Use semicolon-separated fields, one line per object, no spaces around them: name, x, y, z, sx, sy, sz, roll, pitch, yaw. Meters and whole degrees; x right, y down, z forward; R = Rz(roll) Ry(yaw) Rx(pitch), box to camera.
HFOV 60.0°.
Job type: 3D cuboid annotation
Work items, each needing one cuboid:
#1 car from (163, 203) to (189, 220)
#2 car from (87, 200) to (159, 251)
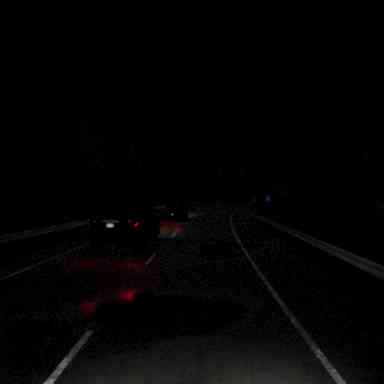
car;-1.453;1.800;31.625;2.128;1.511;4.902;0;-1;7
car;-2.901;1.367;15.051;2.150;2.045;5.566;0;-1;3
